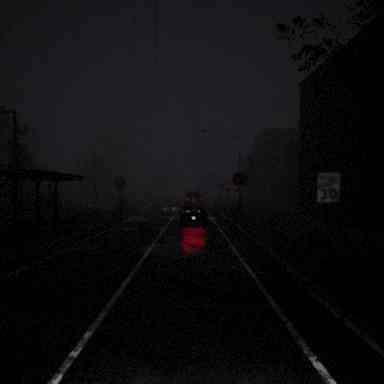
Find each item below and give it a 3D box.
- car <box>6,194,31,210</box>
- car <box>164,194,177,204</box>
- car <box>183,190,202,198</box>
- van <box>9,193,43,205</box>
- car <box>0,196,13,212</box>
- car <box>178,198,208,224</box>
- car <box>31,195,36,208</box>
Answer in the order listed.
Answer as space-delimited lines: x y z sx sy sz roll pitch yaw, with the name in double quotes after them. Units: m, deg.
-21.926 1.368 38.222 5.366 1.575 1.946 0 0 0 "car"
-3.252 1.034 51.354 2.033 1.411 5.357 0 1 0 "car"
0.113 0.758 41.548 2.150 2.045 5.566 -1 6 -2 "car"
-22.002 1.131 43.772 4.442 1.987 1.878 0 0 0 "van"
-22.138 1.408 35.447 4.792 1.488 2.163 0 0 0 "car"
0.103 1.404 23.701 1.837 1.490 4.892 0 0 0 "car"
-22.145 1.394 40.999 4.792 1.488 2.163 0 0 0 "car"
